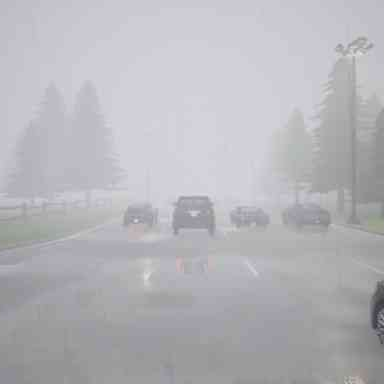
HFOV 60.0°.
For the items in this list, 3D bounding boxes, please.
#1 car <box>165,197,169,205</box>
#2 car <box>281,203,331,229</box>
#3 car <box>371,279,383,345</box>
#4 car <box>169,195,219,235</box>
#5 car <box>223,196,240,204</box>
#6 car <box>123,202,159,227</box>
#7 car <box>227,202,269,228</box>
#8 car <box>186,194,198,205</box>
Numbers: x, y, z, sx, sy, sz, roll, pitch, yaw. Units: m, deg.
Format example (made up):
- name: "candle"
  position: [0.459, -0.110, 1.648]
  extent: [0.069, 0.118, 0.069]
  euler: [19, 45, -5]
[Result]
- name: "car"
  position: [-3.507, 1.491, 56.636]
  extent: [2.033, 1.411, 5.357]
  euler: [0, 0, 0]
- name: "car"
  position: [7.097, 1.471, 21.197]
  extent: [2.128, 1.511, 4.902]
  euler: [0, 0, 0]
- name: "car"
  position: [3.600, 1.488, 3.053]
  extent: [2.128, 1.511, 4.902]
  euler: [0, 0, 0]
- name: "car"
  position: [0.098, 1.202, 19.000]
  extent: [2.150, 2.045, 5.566]
  euler: [0, 0, 0]
- name: "car"
  position: [6.993, 1.507, 57.021]
  extent: [1.994, 1.385, 4.181]
  euler: [0, 0, 0]
- name: "car"
  position: [-3.403, 1.482, 22.699]
  extent: [1.837, 1.490, 4.892]
  euler: [0, 0, 0]
- name: "car"
  position: [3.597, 1.579, 21.702]
  extent: [1.895, 1.301, 4.718]
  euler: [0, 0, 0]
- name: "car"
  position: [-0.007, 1.295, 57.023]
  extent: [2.097, 1.767, 4.553]
  euler: [0, 0, 0]
